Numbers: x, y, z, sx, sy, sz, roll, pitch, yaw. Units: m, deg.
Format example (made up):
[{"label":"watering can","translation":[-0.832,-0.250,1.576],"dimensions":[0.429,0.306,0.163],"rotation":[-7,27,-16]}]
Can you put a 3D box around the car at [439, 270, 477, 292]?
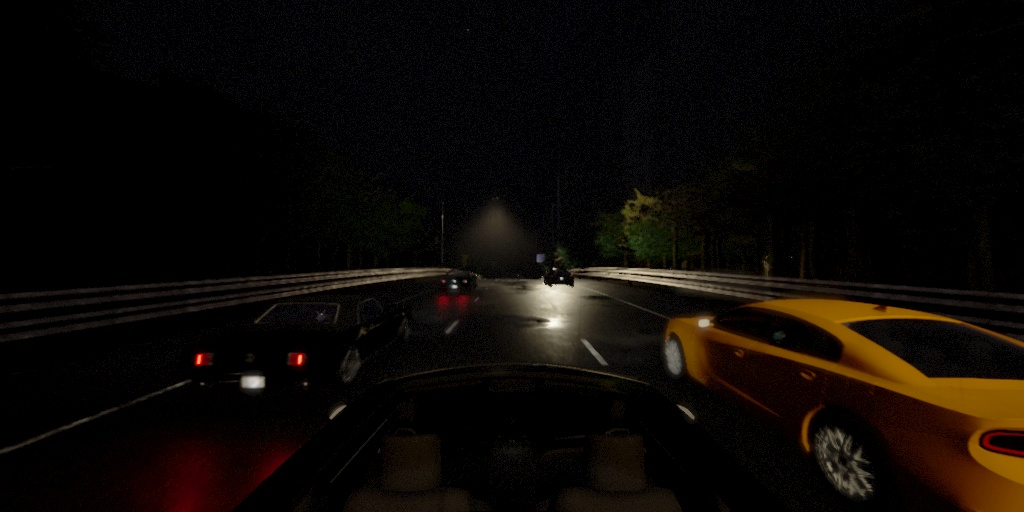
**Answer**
[{"label":"car","translation":[-3.396,1.590,23.471],"dimensions":[1.895,1.301,4.718],"rotation":[0,-1,0]}]

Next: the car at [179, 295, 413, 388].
[{"label":"car","translation":[-3.400,1.398,6.945],"dimensions":[1.895,1.301,4.718],"rotation":[0,0,0]}]

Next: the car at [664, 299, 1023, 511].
[{"label":"car","translation":[3.600,1.251,4.320],"dimensions":[1.882,1.535,5.008],"rotation":[0,0,0]}]

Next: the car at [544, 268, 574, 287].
[{"label":"car","translation":[3.605,1.656,28.072],"dimensions":[1.994,1.385,4.181],"rotation":[0,-1,0]}]
